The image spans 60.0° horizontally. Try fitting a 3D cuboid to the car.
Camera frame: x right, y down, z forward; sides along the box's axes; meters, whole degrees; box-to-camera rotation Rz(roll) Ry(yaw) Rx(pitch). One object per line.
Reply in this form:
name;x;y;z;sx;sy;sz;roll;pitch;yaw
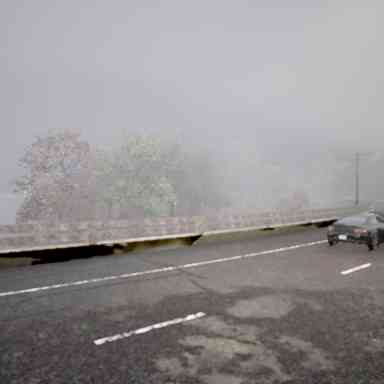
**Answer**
car;7.716;1.667;14.959;4.674;1.442;1.812;0;0;-44
